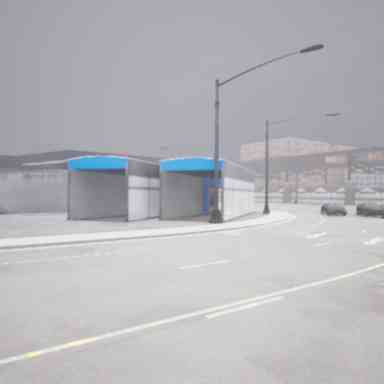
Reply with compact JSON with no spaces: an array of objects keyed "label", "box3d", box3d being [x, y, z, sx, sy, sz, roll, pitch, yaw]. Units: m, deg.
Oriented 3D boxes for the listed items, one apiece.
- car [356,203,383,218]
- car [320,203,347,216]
[{"label":"car","box3d":[18.913,1.868,35.316,1.882,1.535,5.008,1,-1,13]},{"label":"car","box3d":[15.859,1.925,37.477,2.033,1.411,5.357,0,0,10]}]
